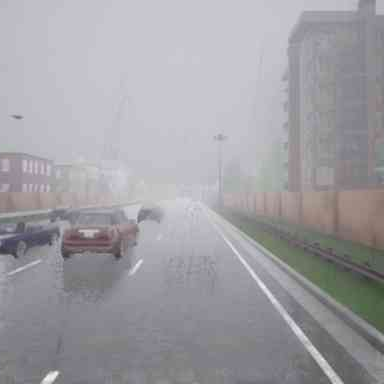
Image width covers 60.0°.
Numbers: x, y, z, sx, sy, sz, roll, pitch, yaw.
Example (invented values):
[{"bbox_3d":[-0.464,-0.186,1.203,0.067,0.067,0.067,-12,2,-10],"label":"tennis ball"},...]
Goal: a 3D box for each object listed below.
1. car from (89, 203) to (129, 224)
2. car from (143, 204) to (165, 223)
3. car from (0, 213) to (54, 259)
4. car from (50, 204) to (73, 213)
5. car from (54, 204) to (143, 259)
[{"bbox_3d":[-6.973,1.802,28.487,2.128,1.511,4.902,0,0,0],"label":"car"},{"bbox_3d":[-3.473,1.817,28.492,1.837,1.490,4.892,0,0,0],"label":"car"},{"bbox_3d":[-6.981,1.746,13.239,1.895,1.301,4.718,0,-1,0],"label":"car"},{"bbox_3d":[-10.473,1.816,28.493,1.837,1.490,4.892,0,0,0],"label":"car"},{"bbox_3d":[-3.478,1.498,13.410,2.097,1.767,4.553,0,-1,0],"label":"car"}]
